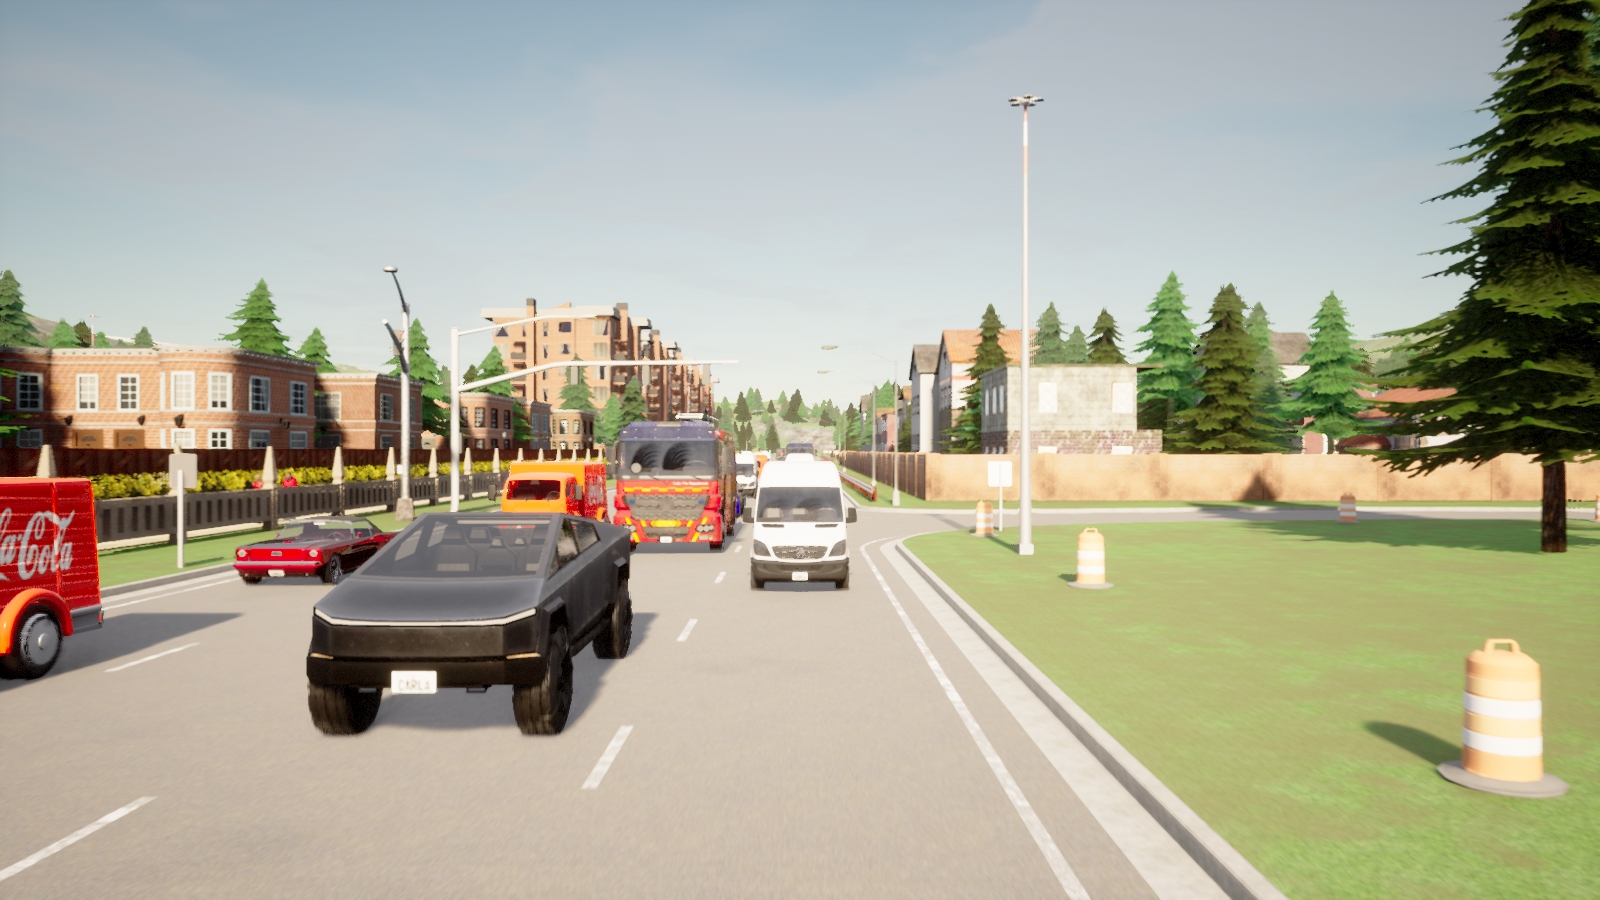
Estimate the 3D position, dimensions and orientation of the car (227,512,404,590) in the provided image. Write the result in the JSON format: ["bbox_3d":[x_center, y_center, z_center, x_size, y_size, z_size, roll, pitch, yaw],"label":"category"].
[{"bbox_3d":[-10.499,2.155,25.178,1.895,1.301,4.718,0,0,0],"label":"car"}]

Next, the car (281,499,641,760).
[{"bbox_3d":[-3.500,1.753,13.463,2.390,2.098,6.274,0,0,0],"label":"car"}]

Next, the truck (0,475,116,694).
[{"bbox_3d":[-10.500,1.568,12.734,2.627,2.467,5.204,0,0,0],"label":"truck"}]

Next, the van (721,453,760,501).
[{"bbox_3d":[-3.496,1.527,67.892,1.988,2.561,5.915,0,1,0],"label":"van"}]

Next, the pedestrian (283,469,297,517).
[{"bbox_3d":[-20.211,1.701,45.285,0.375,1.860,0.375,0,0,0],"label":"pedestrian"}]

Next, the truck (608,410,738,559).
[{"bbox_3d":[-3.497,0.891,33.613,2.891,3.827,8.468,0,0,0],"label":"truck"}]

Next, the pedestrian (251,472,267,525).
[{"bbox_3d":[-18.972,1.702,40.039,0.375,1.860,0.375,0,0,1],"label":"pedestrian"}]

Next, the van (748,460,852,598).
[{"bbox_3d":[0.005,1.534,24.723,1.988,2.561,5.915,0,0,0],"label":"van"}]

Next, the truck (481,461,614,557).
[{"bbox_3d":[-7.001,1.568,32.391,2.627,2.467,5.204,0,0,0],"label":"truck"}]
